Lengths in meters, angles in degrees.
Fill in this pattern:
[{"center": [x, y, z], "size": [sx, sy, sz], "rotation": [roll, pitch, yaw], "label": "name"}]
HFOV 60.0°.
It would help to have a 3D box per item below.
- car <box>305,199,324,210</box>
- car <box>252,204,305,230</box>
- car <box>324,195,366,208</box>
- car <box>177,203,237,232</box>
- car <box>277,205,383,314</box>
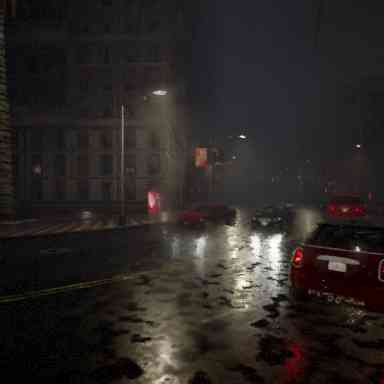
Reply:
[{"center": [14.654, 1.539, 39.303], "size": [1.994, 1.385, 4.181], "rotation": [0, 0, 6], "label": "car"}, {"center": [5.195, 1.478, 20.480], "size": [2.128, 1.511, 4.902], "rotation": [0, 0, 30], "label": "car"}, {"center": [10.590, 1.210, 22.949], "size": [2.150, 2.045, 5.566], "rotation": [0, 0, 25], "label": "car"}, {"center": [1.025, 1.461, 20.337], "size": [1.882, 1.535, 5.008], "rotation": [0, 0, 32], "label": "car"}, {"center": [4.075, 1.347, 7.401], "size": [2.097, 1.767, 4.553], "rotation": [0, 0, 45], "label": "car"}]
